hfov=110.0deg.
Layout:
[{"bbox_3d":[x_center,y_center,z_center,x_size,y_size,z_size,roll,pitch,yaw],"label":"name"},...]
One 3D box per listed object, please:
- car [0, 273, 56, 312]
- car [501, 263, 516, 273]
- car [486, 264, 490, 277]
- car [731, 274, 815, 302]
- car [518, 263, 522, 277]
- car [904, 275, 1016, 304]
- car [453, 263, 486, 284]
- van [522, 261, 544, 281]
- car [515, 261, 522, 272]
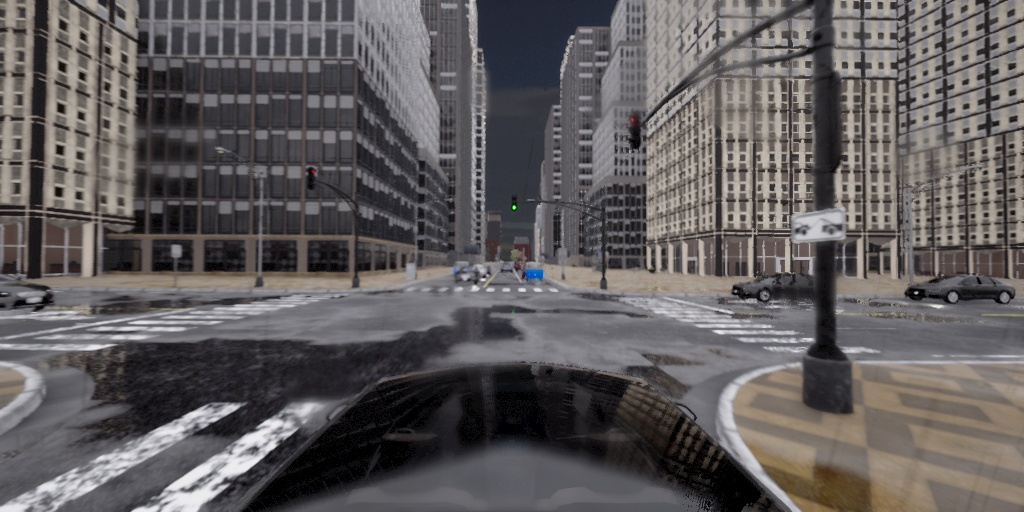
[{"bbox_3d":[-17.994,1.139,11.588,4.902,1.511,2.128,1,-1,-2],"label":"car"},{"bbox_3d":[-0.873,2.033,59.861,1.994,1.385,4.181,0,-1,-1],"label":"car"},{"bbox_3d":[-3.850,1.745,41.005,1.812,1.442,4.674,0,-1,-1],"label":"car"},{"bbox_3d":[14.559,1.692,19.454,4.892,1.490,1.837,1,-1,0],"label":"car"},{"bbox_3d":[1.963,1.790,40.620,1.888,1.381,4.507,0,0,-1],"label":"car"},{"bbox_3d":[24.704,1.815,19.866,4.892,1.490,1.837,1,-1,-2],"label":"car"},{"bbox_3d":[-3.726,1.585,30.833,2.128,1.511,4.902,0,-1,-1],"label":"car"},{"bbox_3d":[2.120,1.517,35.084,1.690,1.789,3.998,0,0,-1],"label":"van"},{"bbox_3d":[1.669,1.833,62.771,2.192,1.841,5.009,0,0,-1],"label":"car"}]
